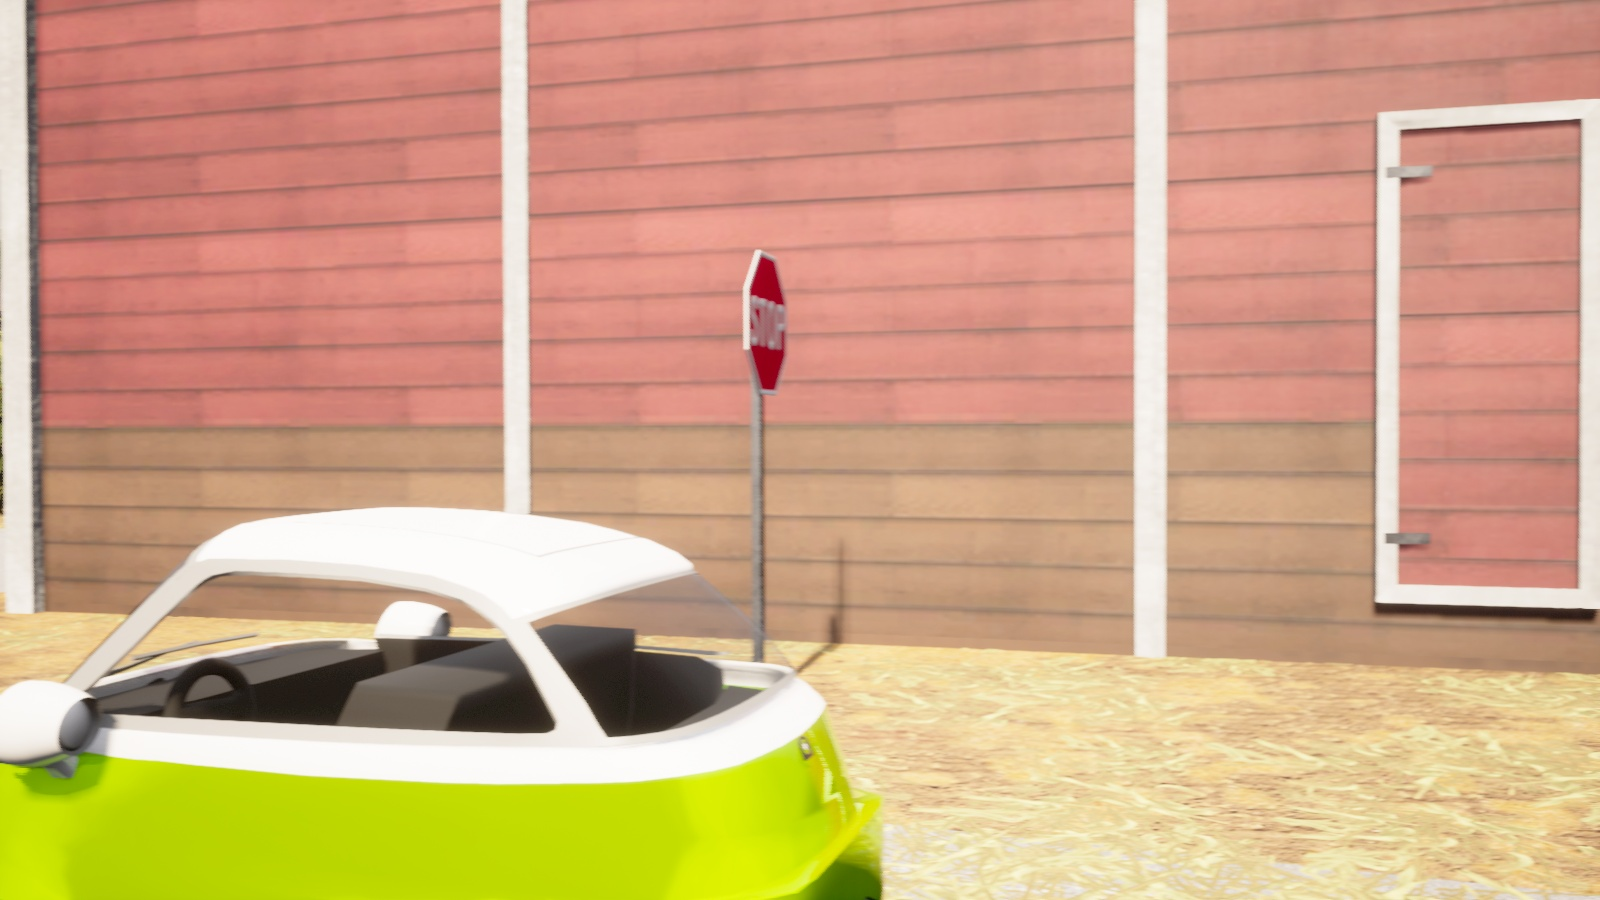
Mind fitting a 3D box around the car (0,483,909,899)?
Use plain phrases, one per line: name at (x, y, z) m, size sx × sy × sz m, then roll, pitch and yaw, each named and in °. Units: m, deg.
car at (-0.980, 0.826, 3.205) m, size 2.207 × 1.376 × 1.481 m, roll 1°, pitch 1°, yaw 18°
